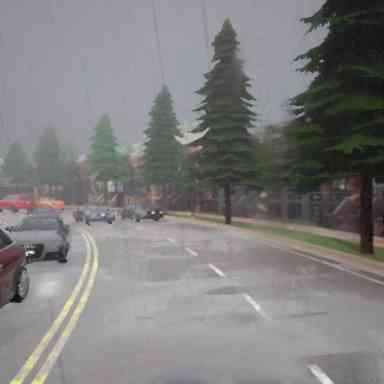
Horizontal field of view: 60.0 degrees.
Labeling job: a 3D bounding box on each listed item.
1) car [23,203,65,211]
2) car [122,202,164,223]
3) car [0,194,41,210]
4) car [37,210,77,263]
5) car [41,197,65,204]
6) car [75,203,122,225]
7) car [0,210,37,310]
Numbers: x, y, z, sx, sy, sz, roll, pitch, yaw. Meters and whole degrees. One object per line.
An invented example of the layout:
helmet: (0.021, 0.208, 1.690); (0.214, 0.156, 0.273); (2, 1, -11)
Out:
car: (-8.764, 1.566, 19.756); (1.994, 1.385, 4.181); (-1, 0, -26)
car: (-4.011, 1.493, 25.456); (2.033, 1.411, 5.357); (-1, 0, -31)
car: (-19.803, 1.252, 37.377); (5.566, 2.045, 2.150); (0, 0, 37)
car: (-5.257, 1.566, 11.522); (1.994, 1.385, 4.181); (-1, 0, -17)
car: (-17.195, 1.352, 39.732); (4.553, 1.767, 2.097); (0, 0, 38)
car: (-7.058, 1.522, 23.735); (2.033, 1.411, 5.357); (-1, 0, -31)
car: (-4.227, 1.367, 5.077); (2.097, 1.767, 4.553); (-1, 0, -9)
